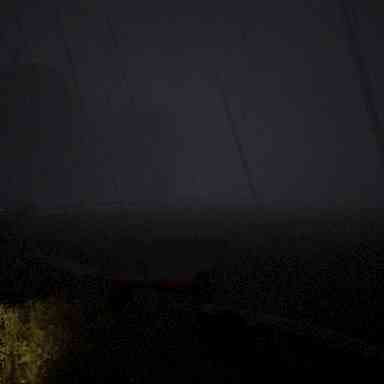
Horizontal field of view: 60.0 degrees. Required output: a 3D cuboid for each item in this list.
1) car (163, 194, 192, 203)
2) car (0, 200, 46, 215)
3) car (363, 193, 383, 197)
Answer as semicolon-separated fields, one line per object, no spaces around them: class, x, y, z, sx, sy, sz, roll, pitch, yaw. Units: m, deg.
car;-1.948;1.051;45.463;2.128;1.511;4.902;1;1;38
car;-11.831;1.212;22.334;1.994;1.385;4.181;1;1;18
car;44.201;1.140;81.021;4.605;1.855;1.932;1;1;34
